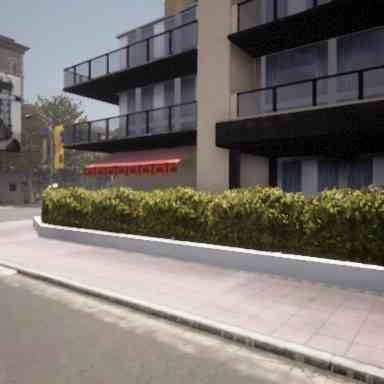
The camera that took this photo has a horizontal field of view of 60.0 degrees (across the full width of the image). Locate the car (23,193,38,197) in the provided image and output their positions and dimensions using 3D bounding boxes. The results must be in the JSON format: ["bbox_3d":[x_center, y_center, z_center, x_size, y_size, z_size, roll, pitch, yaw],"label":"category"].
[{"bbox_3d":[-34.475,0.922,68.424,4.892,1.521,2.231,1,0,37],"label":"car"}]
